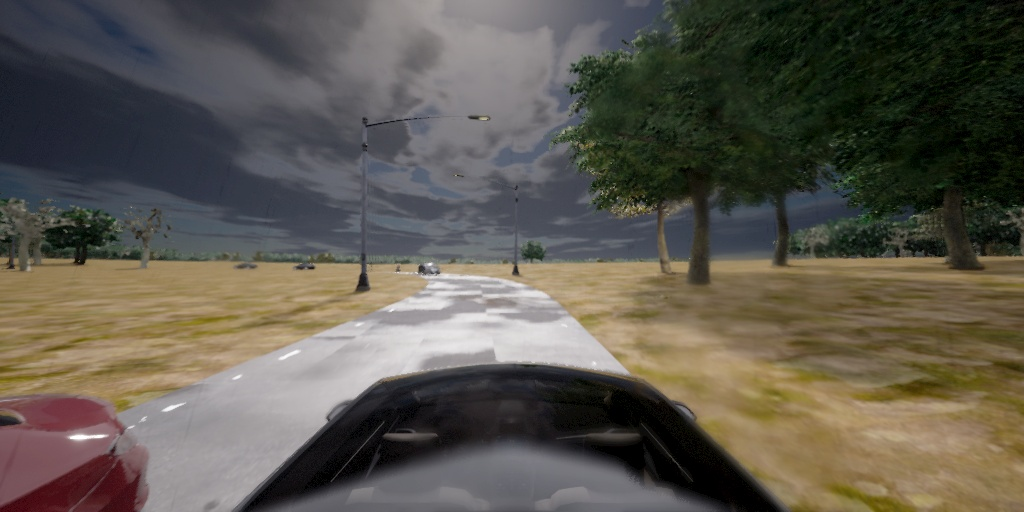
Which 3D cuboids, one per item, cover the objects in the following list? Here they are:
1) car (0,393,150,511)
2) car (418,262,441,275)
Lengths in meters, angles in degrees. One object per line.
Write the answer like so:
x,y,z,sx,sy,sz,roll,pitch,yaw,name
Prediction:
-3.108,1.277,0.253,1.812,1.442,4.674,0,0,0,car
-9.753,1.499,42.183,2.128,1.511,4.902,2,-2,-27,car
